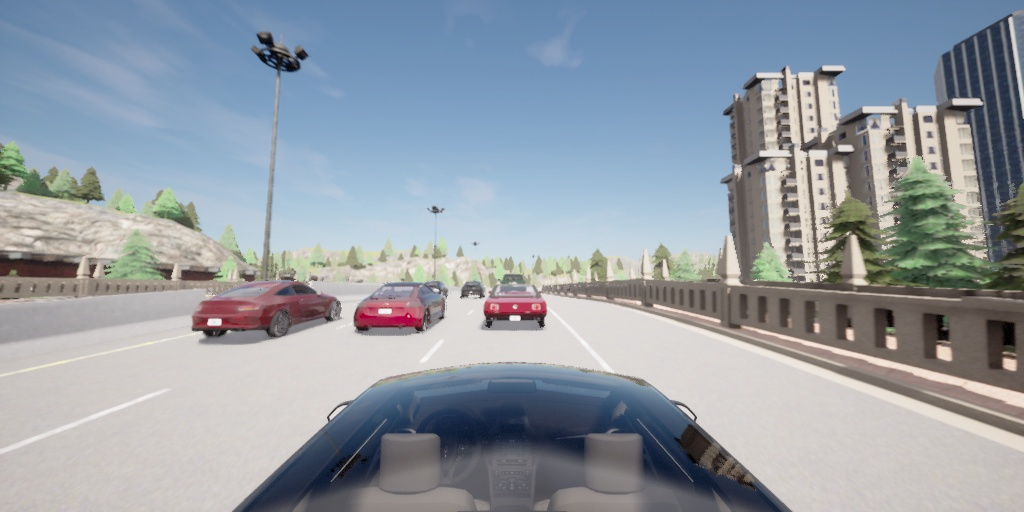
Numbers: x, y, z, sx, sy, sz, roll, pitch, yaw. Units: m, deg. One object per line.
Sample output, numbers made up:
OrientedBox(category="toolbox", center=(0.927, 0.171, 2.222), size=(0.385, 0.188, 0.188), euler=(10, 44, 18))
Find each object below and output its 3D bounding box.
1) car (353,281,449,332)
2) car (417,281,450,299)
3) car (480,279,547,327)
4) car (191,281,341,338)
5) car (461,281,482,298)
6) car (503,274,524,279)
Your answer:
OrientedBox(category="car", center=(-3.403, 1.532, 11.619), size=(1.994, 1.385, 4.181), euler=(0, -2, 0))
OrientedBox(category="car", center=(-6.910, 3.001, 32.145), size=(1.837, 1.490, 4.892), euler=(0, -5, 0))
OrientedBox(category="car", center=(0.097, 1.611, 12.578), size=(1.895, 1.301, 4.718), euler=(0, -3, 0))
OrientedBox(category="car", center=(-6.902, 1.456, 10.628), size=(1.812, 1.442, 4.674), euler=(0, -2, 0))
OrientedBox(category="car", center=(-3.410, 3.001, 32.141), size=(1.837, 1.490, 4.892), euler=(0, -5, 0))
OrientedBox(category="car", center=(0.091, 2.656, 31.472), size=(2.150, 2.045, 5.566), euler=(0, -5, 0))
